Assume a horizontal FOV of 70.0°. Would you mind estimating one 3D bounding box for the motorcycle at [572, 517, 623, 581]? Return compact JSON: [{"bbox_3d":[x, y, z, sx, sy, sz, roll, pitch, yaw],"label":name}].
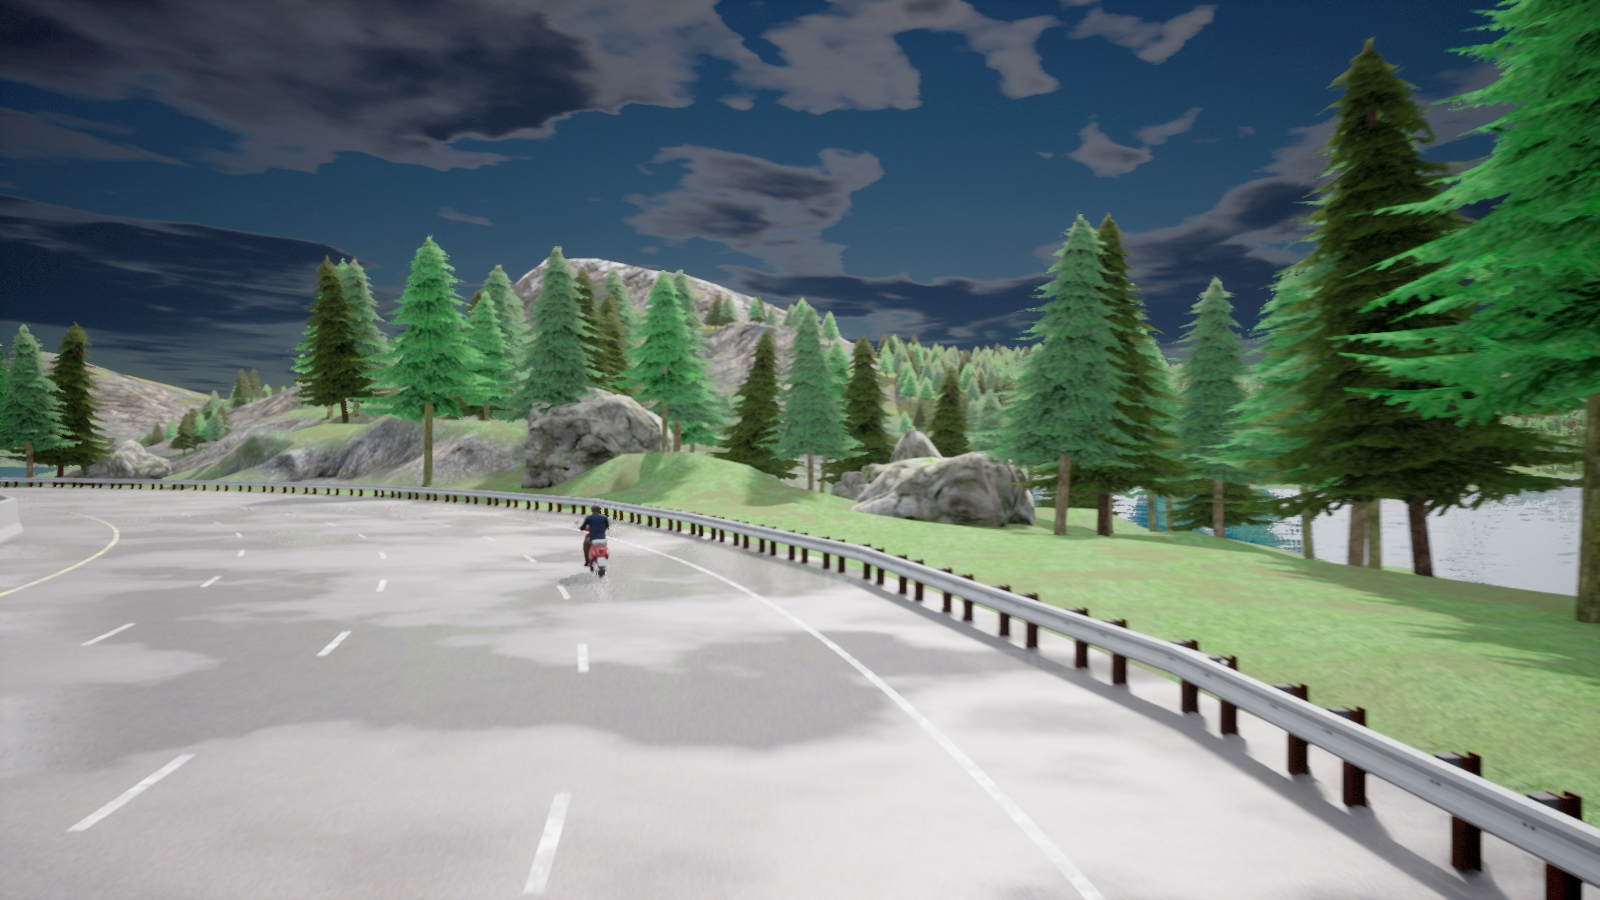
[{"bbox_3d":[-4.523,2.176,25.421,0.856,1.236,1.805,-2,0,-18],"label":"motorcycle"}]
